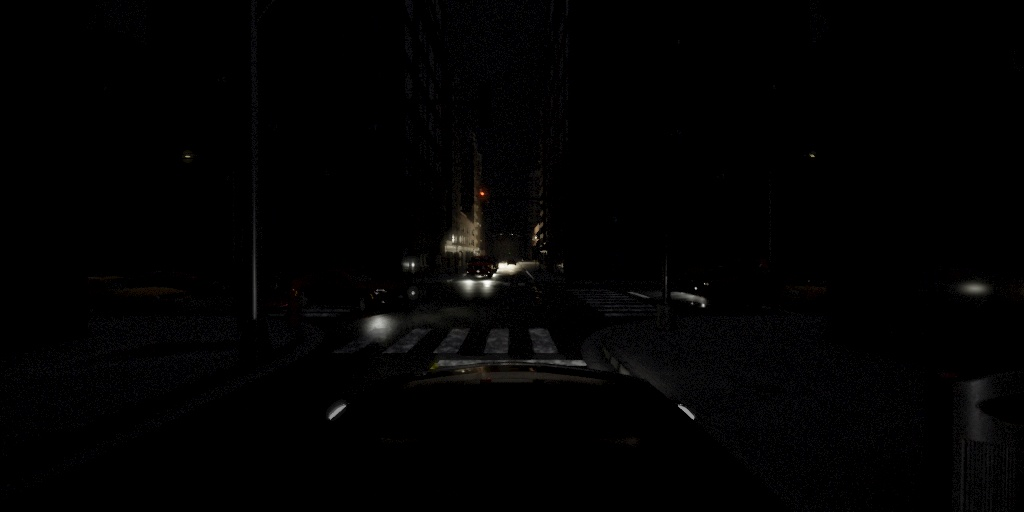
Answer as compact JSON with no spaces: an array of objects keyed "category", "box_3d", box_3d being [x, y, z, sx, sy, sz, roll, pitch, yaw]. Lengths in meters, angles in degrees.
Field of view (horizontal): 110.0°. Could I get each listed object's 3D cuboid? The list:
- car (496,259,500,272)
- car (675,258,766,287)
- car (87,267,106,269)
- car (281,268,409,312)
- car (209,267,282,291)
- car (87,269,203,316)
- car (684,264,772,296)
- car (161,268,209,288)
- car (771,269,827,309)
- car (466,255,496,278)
[{"category":"car","box_3d":[-2.922,0.956,43.903,2.150,2.045,5.566,0,0,0]},{"category":"car","box_3d":[12.317,1.031,20.945,5.009,1.841,2.192,0,0,0]},{"category":"car","box_3d":[-25.392,1.316,20.928,4.313,1.339,1.948,0,0,0]},{"category":"car","box_3d":[-6.438,1.243,14.252,5.008,1.535,1.882,0,-1,22]},{"category":"car","box_3d":[-14.566,1.308,20.933,4.313,1.339,1.948,0,0,0]},{"category":"car","box_3d":[-14.402,1.305,12.908,4.829,1.417,1.751,0,0,0]},{"category":"car","box_3d":[12.137,1.276,18.369,5.357,1.411,2.033,0,0,3]},{"category":"car","box_3d":[-19.979,1.328,20.930,4.207,1.307,1.802,0,0,0]},{"category":"car","box_3d":[12.482,1.280,12.920,4.829,1.417,1.751,0,0,0]},{"category":"car","box_3d":[-2.906,0.963,33.514,2.150,2.045,5.566,0,0,0]}]
